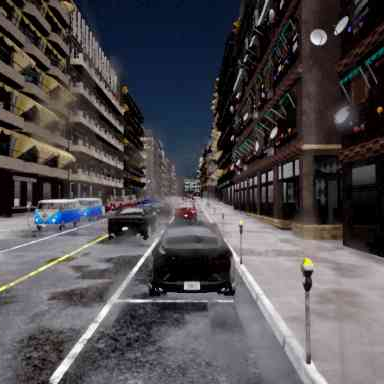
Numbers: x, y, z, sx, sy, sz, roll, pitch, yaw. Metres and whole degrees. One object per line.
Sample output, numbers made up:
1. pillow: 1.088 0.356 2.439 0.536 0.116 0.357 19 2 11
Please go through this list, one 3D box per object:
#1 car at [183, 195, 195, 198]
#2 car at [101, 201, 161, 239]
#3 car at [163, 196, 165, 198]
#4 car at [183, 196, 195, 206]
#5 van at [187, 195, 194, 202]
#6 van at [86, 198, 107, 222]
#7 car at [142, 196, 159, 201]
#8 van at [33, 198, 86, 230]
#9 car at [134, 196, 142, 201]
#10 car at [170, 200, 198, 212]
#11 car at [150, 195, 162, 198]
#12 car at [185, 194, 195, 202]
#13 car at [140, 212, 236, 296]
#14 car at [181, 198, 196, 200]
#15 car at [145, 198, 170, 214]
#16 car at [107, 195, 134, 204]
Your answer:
1. car: -0.427 1.490 37.286 1.967 1.590 4.097 1 0 0
2. car: -2.992 1.490 17.449 1.882 1.535 5.008 0 0 1
3. car: -8.322 1.846 92.652 1.802 1.307 4.206 1 0 0
4. car: -0.471 1.553 59.411 1.967 1.590 4.097 1 0 0
5. van: -0.470 1.575 87.068 1.690 1.788 3.998 1 0 0
6. van: -8.313 1.368 26.285 1.690 1.788 3.998 1 0 0
7. car: -5.794 1.592 44.362 1.812 1.442 4.674 0 0 1
8. van: -8.312 1.358 20.753 1.690 1.788 3.998 2 0 0
9. car: -8.312 1.379 42.876 2.192 1.841 5.009 1 0 0
10. car: -0.437 1.572 26.224 1.887 1.381 4.507 1 0 0
11. car: -8.314 1.470 70.528 2.192 1.841 5.009 1 0 0
12. car: -0.469 1.521 81.536 2.192 1.841 5.009 1 0 0
13. car: 0.000 1.509 8.653 1.837 1.490 4.892 0 0 0
14. car: -0.437 1.582 31.754 1.887 1.381 4.507 1 0 0
15. car: -3.004 1.602 31.719 1.994 1.385 4.181 0 0 1
16. car: -8.312 1.365 37.346 2.192 1.841 5.009 1 0 0
